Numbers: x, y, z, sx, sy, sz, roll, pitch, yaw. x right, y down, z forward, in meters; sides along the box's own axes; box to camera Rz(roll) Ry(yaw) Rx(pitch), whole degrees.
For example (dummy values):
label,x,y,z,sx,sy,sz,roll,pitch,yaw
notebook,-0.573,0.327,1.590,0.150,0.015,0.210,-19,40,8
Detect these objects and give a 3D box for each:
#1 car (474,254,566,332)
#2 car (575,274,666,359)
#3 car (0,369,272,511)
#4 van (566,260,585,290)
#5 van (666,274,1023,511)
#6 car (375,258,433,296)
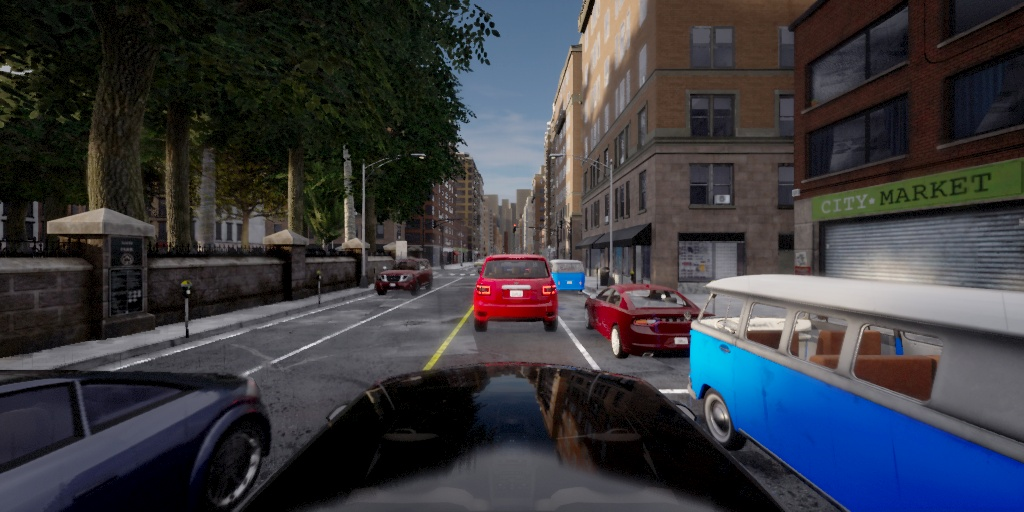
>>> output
label,x,y,z,sx,sy,sz,roll,pitch,yaw
car,0.096,0.970,11.036,2.150,2.045,5.566,0,0,0
car,2.855,1.294,8.277,1.888,1.381,4.507,0,0,0
car,-3.100,1.314,1.422,1.994,1.385,4.181,0,0,0
van,2.854,1.085,19.598,1.690,1.789,3.998,0,0,0
van,2.856,1.091,2.616,1.690,1.789,3.998,0,0,0
car,-5.671,1.059,19.557,2.192,1.841,5.009,0,0,0
